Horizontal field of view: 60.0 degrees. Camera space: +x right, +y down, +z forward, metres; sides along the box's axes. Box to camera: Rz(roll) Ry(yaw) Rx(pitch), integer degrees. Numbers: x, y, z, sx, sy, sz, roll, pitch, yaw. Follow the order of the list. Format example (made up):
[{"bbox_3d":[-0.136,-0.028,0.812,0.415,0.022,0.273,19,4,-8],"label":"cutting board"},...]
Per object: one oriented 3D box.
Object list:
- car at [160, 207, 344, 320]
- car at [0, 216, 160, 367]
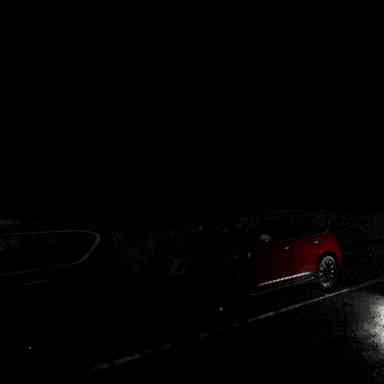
[{"bbox_3d":[1.417,1.313,7.531,5.009,1.841,2.192,0,0,-35],"label":"car"},{"bbox_3d":[-3.180,1.315,4.262,5.009,1.841,2.192,0,0,-35],"label":"car"}]
